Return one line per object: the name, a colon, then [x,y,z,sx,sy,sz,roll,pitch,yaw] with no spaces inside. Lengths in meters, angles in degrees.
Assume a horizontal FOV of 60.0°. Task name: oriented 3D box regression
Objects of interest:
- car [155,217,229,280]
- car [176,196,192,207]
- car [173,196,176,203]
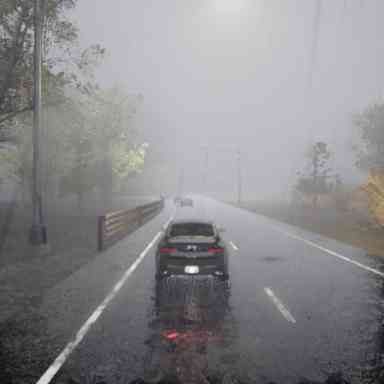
car: [-0.004,1.513,9.973,1.837,1.490,4.892,0,0,0]
car: [-0.969,1.521,51.950,2.128,1.511,4.902,0,0,-4]
car: [-2.990,1.561,71.294,1.812,1.442,4.674,0,0,-8]
